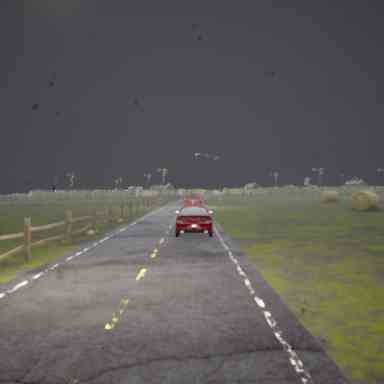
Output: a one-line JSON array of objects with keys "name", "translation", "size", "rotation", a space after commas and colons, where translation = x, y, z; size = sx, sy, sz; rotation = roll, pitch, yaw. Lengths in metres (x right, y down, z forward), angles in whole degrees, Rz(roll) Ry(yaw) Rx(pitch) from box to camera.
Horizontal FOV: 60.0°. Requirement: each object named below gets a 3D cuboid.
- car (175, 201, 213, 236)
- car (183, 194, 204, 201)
[{"name": "car", "translation": [0.103, 1.464, 18.312], "size": [1.882, 1.535, 5.008], "rotation": [0, 0, 0]}, {"name": "car", "translation": [0.132, 1.196, 37.632], "size": [2.150, 2.045, 5.566], "rotation": [0, 0, 0]}]
